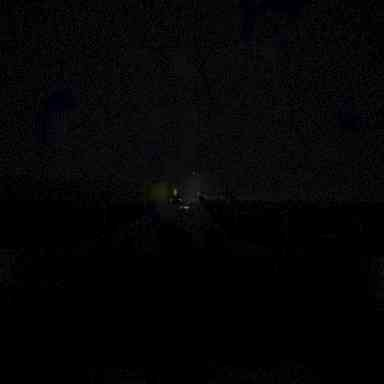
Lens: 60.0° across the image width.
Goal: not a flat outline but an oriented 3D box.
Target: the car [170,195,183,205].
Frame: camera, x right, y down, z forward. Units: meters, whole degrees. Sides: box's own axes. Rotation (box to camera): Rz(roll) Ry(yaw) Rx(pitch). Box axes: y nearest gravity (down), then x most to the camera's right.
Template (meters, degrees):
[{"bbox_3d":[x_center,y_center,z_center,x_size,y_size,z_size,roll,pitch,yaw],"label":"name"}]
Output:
[{"bbox_3d":[-2.741,1.373,58.253,2.097,1.767,4.553,0,0,0],"label":"car"}]
